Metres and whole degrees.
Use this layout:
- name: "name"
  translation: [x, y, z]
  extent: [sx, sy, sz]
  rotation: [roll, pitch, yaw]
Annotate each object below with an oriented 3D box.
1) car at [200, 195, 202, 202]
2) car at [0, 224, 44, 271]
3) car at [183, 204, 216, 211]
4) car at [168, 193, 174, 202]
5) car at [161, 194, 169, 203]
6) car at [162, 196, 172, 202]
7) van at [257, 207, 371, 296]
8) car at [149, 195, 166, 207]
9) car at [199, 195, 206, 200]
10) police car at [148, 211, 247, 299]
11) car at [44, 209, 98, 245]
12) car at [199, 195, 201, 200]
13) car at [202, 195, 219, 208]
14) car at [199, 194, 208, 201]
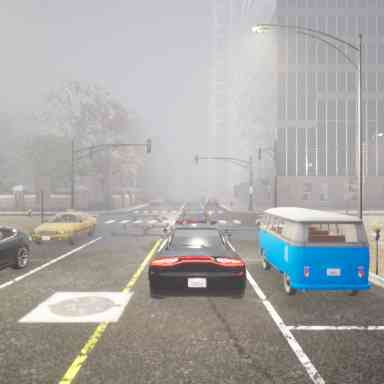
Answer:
- name: "car"
  translation: [2.766, 1.539, 52.189]
  extent: [1.947, 1.339, 4.313]
  rotation: [0, 0, 0]
- name: "car"
  translation: [-5.759, 1.562, 8.394]
  extent: [1.947, 1.339, 4.313]
  rotation: [0, 0, 0]
- name: "car"
  translation: [0.124, 1.556, 17.540]
  extent: [1.994, 1.385, 4.181]
  rotation: [0, 0, 0]
- name: "car"
  translation: [-5.589, 1.277, 69.247]
  extent: [2.192, 1.841, 5.009]
  rotation: [0, 0, 0]
- name: "car"
  translation: [-5.607, 1.521, 57.881]
  extent: [2.008, 1.369, 4.403]
  rotation: [0, 0, 0]
- name: "car"
  translation: [-5.582, 1.538, 74.929]
  extent: [1.802, 1.307, 4.206]
  rotation: [0, 0, 0]
- name: "van"
  translation: [2.785, 1.338, 8.383]
  extent: [1.690, 1.788, 3.998]
  rotation: [0, 0, 0]
- name: "car"
  translation: [-5.615, 1.518, 52.198]
  extent: [1.887, 1.381, 4.507]
  rotation: [0, 0, 0]
- name: "car"
  translation: [2.825, 1.453, 92.130]
  extent: [1.752, 1.417, 4.829]
  rotation: [0, 0, 0]
- name: "police car"
  translation: [0.108, 1.501, 8.569]
  extent: [2.038, 1.542, 4.974]
  rotation: [0, 0, 0]
- name: "car"
  translation: [-5.796, 1.518, 15.628]
  extent: [1.752, 1.417, 4.829]
  rotation: [0, 0, 0]
- name: "car"
  translation: [2.799, 1.522, 74.913]
  extent: [1.947, 1.339, 4.313]
  rotation: [0, 0, 0]
- name: "car"
  translation: [2.759, 1.416, 46.508]
  extent: [1.967, 1.590, 4.097]
  rotation: [0, 0, 0]
- name: "car"
  translation: [2.808, 1.388, 80.594]
  extent: [1.967, 1.590, 4.097]
  rotation: [0, 0, 0]
